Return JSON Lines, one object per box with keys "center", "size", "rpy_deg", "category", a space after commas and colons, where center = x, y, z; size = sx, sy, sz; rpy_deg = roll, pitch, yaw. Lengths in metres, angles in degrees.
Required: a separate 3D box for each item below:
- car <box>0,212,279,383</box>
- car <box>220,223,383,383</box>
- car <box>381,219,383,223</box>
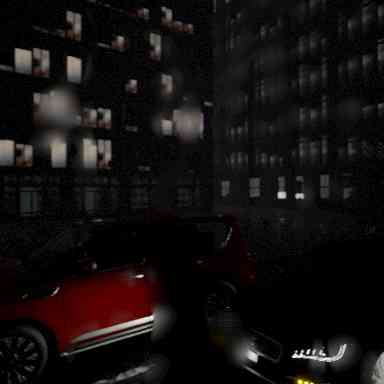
{"center": [-1.200, 1.301, 5.240], "size": [5.009, 1.841, 2.192], "rpy_deg": [-1, 0, -35], "category": "car"}
{"center": [2.604, 1.469, 4.920], "size": [4.892, 1.490, 1.837], "rpy_deg": [0, 0, -35], "category": "car"}
{"center": [7.833, 1.342, 11.674], "size": [4.097, 1.590, 1.967], "rpy_deg": [-1, 0, -35], "category": "car"}
